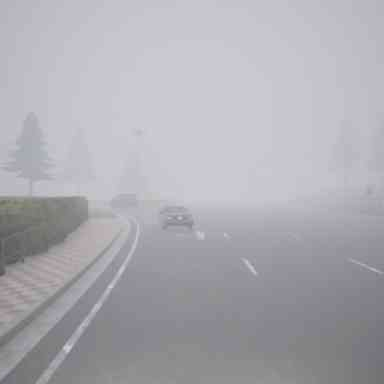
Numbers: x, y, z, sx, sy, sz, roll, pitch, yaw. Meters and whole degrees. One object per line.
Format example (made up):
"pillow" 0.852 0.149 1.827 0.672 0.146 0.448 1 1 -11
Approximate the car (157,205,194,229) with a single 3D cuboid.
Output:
"car" -1.168 1.536 21.331 2.033 1.411 5.357 0 0 -11

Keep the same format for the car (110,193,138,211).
"car" -8.493 1.198 41.415 2.150 2.045 5.566 0 0 -29

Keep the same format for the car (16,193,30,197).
"car" -38.429 1.177 76.071 5.566 2.045 2.150 0 0 40

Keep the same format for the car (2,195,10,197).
"car" -46.618 1.404 83.030 4.674 1.442 1.812 0 0 40
